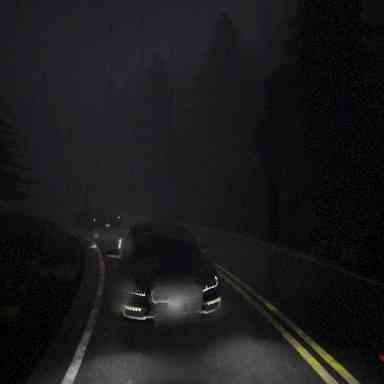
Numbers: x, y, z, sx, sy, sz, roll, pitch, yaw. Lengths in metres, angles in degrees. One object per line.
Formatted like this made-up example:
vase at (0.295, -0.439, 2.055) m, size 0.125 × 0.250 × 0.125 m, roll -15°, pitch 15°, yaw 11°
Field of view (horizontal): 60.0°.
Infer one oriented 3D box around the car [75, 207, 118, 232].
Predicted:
car at (-6.045, 1.653, 21.263) m, size 1.895 × 1.301 × 4.718 m, roll -3°, pitch 1°, yaw -31°

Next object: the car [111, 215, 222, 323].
car at (-0.757, 1.497, 7.515) m, size 1.837 × 1.490 × 4.892 m, roll -1°, pitch 0°, yaw -12°
